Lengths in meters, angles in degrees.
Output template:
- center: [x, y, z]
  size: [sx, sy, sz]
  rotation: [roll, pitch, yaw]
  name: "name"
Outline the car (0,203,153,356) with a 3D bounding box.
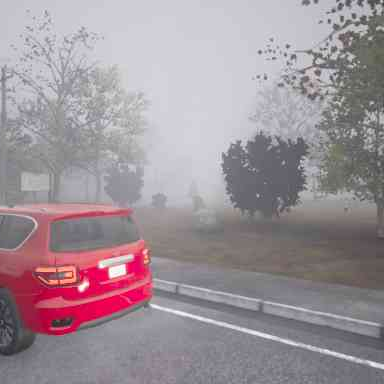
- center: [-3.250, 1.221, 6.298]
  size: [5.566, 2.045, 2.150]
  rotation: [0, 0, 35]
  name: "car"
